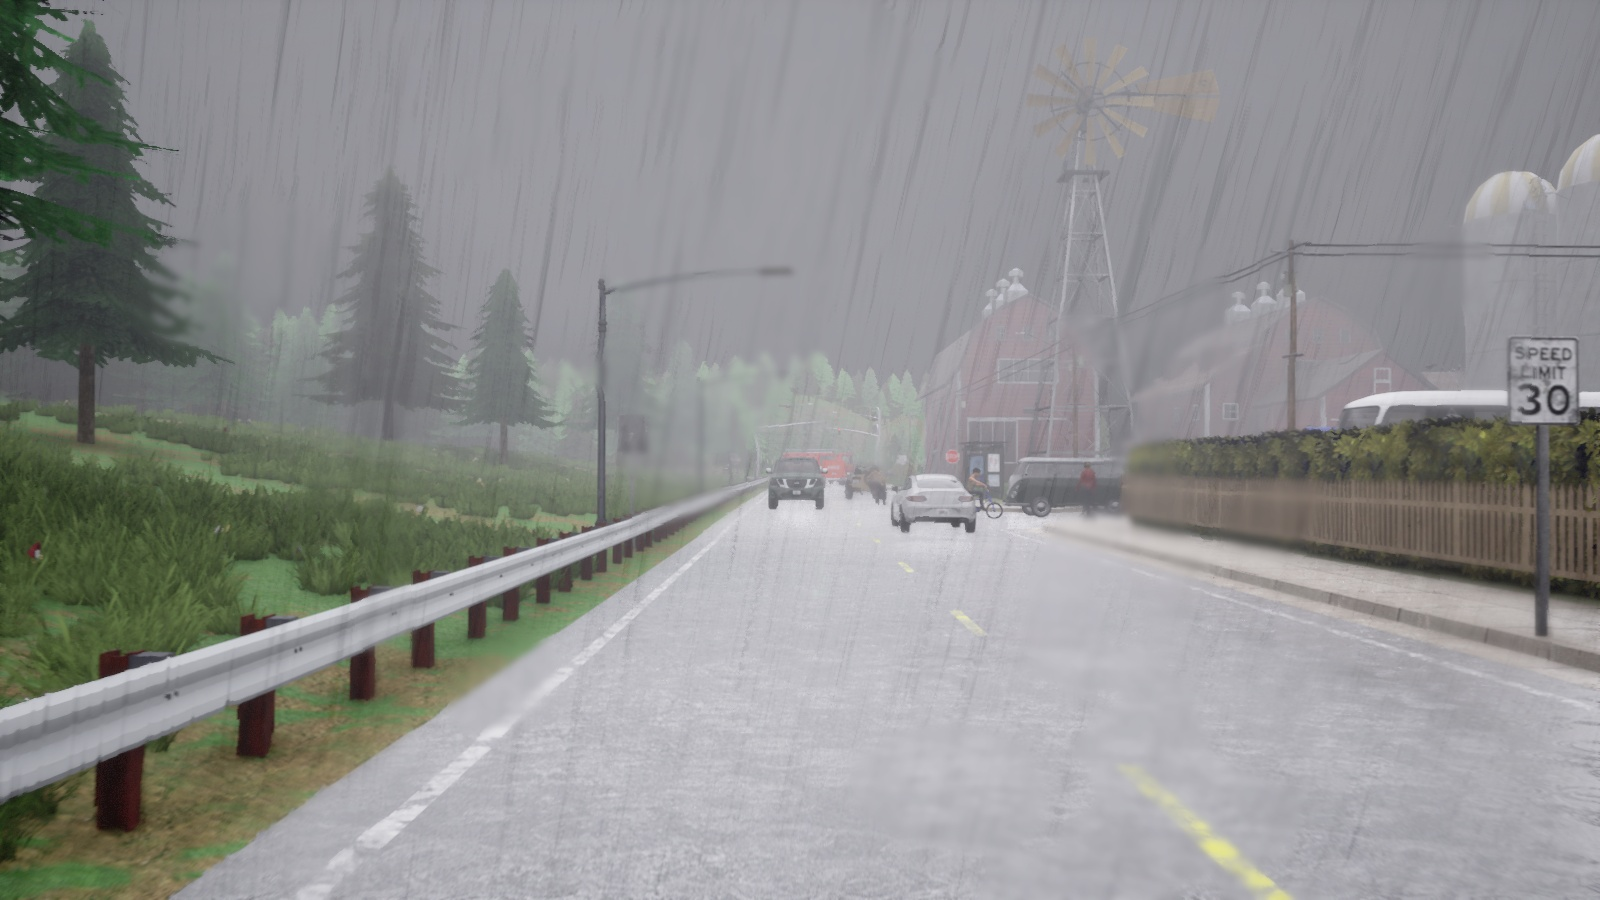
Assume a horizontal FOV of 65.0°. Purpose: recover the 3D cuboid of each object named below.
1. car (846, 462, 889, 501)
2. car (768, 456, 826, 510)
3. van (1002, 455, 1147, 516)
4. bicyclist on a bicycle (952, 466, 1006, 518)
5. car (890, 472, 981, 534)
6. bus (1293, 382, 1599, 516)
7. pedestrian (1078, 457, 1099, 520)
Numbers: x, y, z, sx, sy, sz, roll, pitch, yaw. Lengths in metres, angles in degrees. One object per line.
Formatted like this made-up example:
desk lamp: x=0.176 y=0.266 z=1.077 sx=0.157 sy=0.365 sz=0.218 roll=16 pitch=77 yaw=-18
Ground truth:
car: x=3.354 y=1.569 z=63.241 sx=1.932 sy=1.855 sz=4.605 roll=0 pitch=-1 yaw=0
car: x=-0.115 y=1.288 z=50.138 sx=2.150 sy=2.045 sz=5.566 roll=0 pitch=-1 yaw=0
van: x=9.159 y=1.164 z=42.116 sx=4.442 sy=1.987 sz=1.775 roll=0 pitch=-1 yaw=-2
bicyclist on a bicycle: x=5.632 y=1.321 z=39.439 sx=1.509 sy=1.612 sz=0.866 roll=-1 pitch=-1 yaw=20
car: x=3.425 y=1.314 z=32.488 sx=1.812 sy=1.442 sz=4.674 roll=0 pitch=-1 yaw=0
bus: x=22.538 y=-0.017 z=42.288 sx=10.273 sy=4.253 sz=3.944 roll=0 pitch=-1 yaw=0
pedestrian: x=8.468 y=1.120 z=36.861 sx=0.331 sy=1.846 sz=0.636 roll=0 pitch=-1 yaw=-14
